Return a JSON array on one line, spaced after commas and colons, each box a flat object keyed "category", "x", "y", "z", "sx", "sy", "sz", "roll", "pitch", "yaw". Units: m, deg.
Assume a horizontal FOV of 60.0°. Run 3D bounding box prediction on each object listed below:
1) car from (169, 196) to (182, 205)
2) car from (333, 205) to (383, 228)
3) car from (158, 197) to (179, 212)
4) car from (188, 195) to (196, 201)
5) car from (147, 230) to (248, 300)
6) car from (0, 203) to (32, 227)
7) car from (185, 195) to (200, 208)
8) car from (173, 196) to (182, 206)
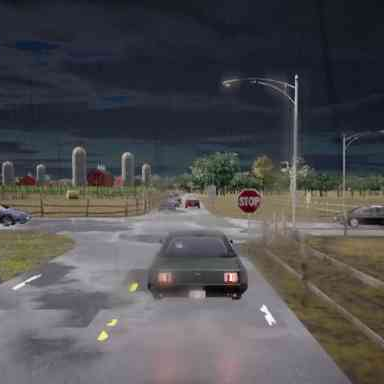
[{"category": "car", "x": -2.798, "y": 1.471, "z": 58.698, "sx": 2.033, "sy": 1.411, "sz": 5.357, "roll": 0, "pitch": 0, "yaw": 0}, {"category": "car", "x": 12.716, "y": 1.744, "z": 23.929, "sx": 4.892, "sy": 1.490, "sz": 1.837, "roll": 1, "pitch": 1, "yaw": 0}, {"category": "car", "x": -2.784, "y": 1.564, "z": 38.151, "sx": 1.895, "sy": 1.301, "sz": 4.718, "roll": 0, "pitch": 0, "yaw": -1}, {"category": "car", "x": 0.038, "y": 1.427, "z": 78.580, "sx": 1.994, "sy": 1.385, "sz": 4.181, "roll": 0, "pitch": 0, "yaw": 0}, {"category": "car", "x": 0.107, "y": 1.596, "z": 8.339, "sx": 1.895, "sy": 1.301, "sz": 4.718, "roll": 0, "pitch": 0, "yaw": 0}, {"category": "car", "x": -12.544, "y": 1.339, "z": 20.785, "sx": 4.674, "sy": 1.442, "sz": 1.812, "roll": 1, "pitch": 1, "yaw": 0}, {"category": "car", "x": 0.103, "y": 1.424, "z": 47.328, "sx": 1.882, "sy": 1.535, "sz": 5.008, "roll": 0, "pitch": 0, "yaw": 0}, {"category": "car", "x": -2.818, "y": 1.509, "z": 48.224, "sx": 1.994, "sy": 1.385, "sz": 4.181, "roll": 0, "pitch": 0, "yaw": 0}]
